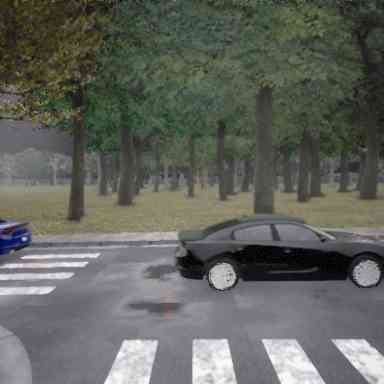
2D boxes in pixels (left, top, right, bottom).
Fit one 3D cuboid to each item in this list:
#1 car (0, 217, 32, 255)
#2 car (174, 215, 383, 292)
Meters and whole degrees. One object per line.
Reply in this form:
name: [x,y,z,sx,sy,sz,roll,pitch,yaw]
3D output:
car: [-7.962,1.448,10.921,5.008,1.535,1.882,-1,2,0]
car: [2.074,1.299,7.922,5.008,1.535,1.882,-1,2,0]
